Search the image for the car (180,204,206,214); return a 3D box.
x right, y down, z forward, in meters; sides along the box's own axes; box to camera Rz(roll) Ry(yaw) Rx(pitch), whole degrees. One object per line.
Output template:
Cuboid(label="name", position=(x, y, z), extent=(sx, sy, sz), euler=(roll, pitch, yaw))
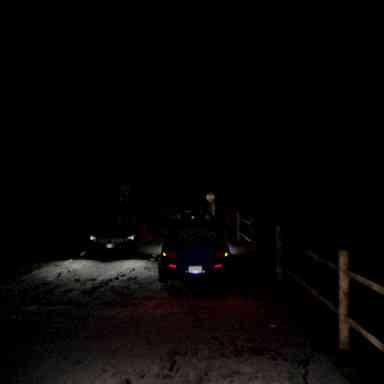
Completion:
Cuboid(label="car", position=(0.073, 1.667, 26.756), extent=(2.128, 1.511, 4.902), euler=(0, 0, 0))

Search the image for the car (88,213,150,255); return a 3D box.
Cuboid(label="car", position=(-2.857, 1.623, 13.864), extent=(1.812, 1.442, 4.674), euler=(0, 0, 0))

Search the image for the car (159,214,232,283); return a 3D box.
Cuboid(label="car", position=(0.087, 1.595, 9.795), extent=(1.812, 1.442, 4.674), euler=(0, 0, 0))
